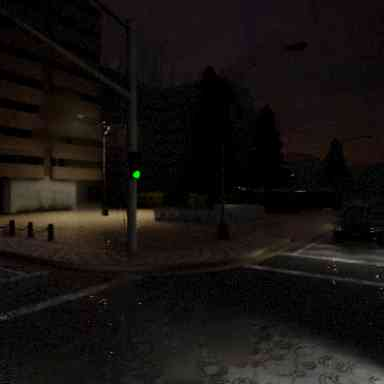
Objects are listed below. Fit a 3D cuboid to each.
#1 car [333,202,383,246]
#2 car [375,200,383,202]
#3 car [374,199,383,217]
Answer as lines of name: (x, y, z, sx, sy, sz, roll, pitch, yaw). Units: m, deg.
car: (7.929, 1.428, 15.373, 1.882, 1.535, 5.008, 0, 0, 34)
car: (13.150, 1.428, 23.168, 1.837, 1.490, 4.892, 0, 0, 34)
car: (18.579, 1.443, 31.287, 2.033, 1.411, 5.357, 0, 0, 34)
